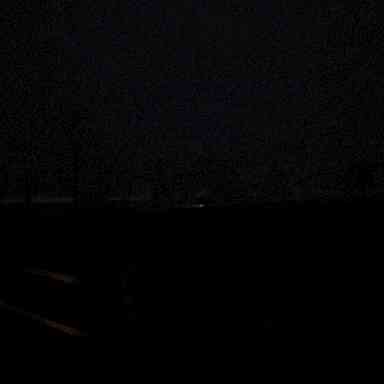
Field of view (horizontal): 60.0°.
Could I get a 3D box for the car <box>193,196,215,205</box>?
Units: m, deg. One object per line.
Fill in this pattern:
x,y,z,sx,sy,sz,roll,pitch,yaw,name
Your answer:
2.116,1.387,56.001,1.837,1.490,4.892,-2,-1,35,car
